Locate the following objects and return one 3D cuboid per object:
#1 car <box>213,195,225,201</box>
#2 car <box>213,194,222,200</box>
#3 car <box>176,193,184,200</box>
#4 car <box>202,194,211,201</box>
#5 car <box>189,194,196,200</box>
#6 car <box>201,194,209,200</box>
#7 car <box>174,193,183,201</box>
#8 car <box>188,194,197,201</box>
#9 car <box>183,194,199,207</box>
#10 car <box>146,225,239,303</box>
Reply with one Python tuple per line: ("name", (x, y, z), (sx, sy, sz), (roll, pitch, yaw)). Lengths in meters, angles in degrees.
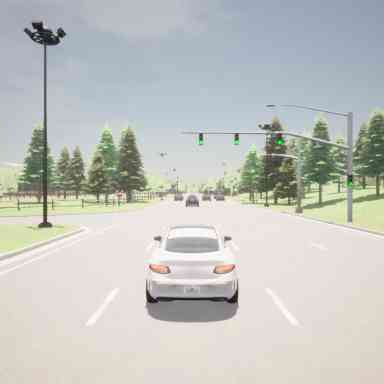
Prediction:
("car", (7.094, 1.517, 82.573), (2.128, 1.511, 4.902), (0, 0, 0))
("car", (7.106, 1.385, 92.993), (1.994, 1.385, 4.181), (0, 0, 0))
("car", (-3.394, 1.188, 92.975), (2.097, 1.767, 4.553), (0, 0, 0))
("car", (3.595, 1.348, 82.964), (2.097, 1.767, 4.553), (0, 0, 0))
("car", (0.106, 1.332, 93.001), (1.837, 1.490, 4.892), (0, 0, 0))
("car", (3.606, 1.372, 92.997), (2.033, 1.411, 5.357), (0, 0, 0))
("car", (-3.405, 1.544, 82.969), (1.994, 1.385, 4.181), (0, 0, 0))
("car", (0.095, 1.348, 82.968), (2.097, 1.767, 4.553), (0, 0, 0))
("car", (0.059, 1.352, 51.938), (2.097, 1.767, 4.553), (0, 0, 0))
("car", (0.015, 1.526, 8.065), (1.812, 1.442, 4.674), (0, 0, 0))
